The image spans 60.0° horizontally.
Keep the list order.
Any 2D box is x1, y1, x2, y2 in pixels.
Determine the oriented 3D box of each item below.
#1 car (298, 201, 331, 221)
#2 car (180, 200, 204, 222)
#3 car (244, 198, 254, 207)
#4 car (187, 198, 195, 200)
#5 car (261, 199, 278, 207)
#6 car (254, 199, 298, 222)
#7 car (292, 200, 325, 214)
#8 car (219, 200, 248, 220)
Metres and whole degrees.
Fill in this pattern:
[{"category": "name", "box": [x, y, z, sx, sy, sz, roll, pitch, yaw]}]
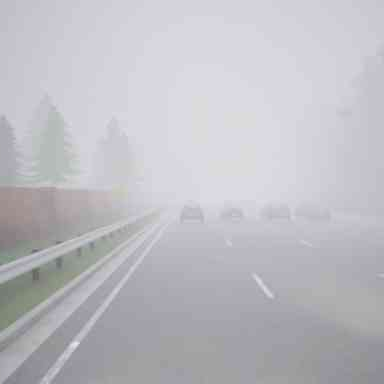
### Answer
[{"category": "car", "box": [10.507, 1.737, 29.252, 1.994, 1.385, 4.181, 0, 0, 0]}, {"category": "car", "box": [0.013, 1.660, 27.568, 2.128, 1.511, 4.902, 0, 0, 0]}, {"category": "car", "box": [10.295, 1.856, 60.706, 2.128, 1.511, 4.902, 0, 0, 0]}, {"category": "car", "box": [-0.226, 1.912, 66.672, 2.128, 1.511, 4.902, 0, 0, 0]}, {"category": "car", "box": [13.799, 1.956, 59.627, 1.895, 1.301, 4.718, 0, 0, 0]}, {"category": "car", "box": [7.010, 1.662, 28.398, 2.128, 1.511, 4.902, 0, 0, 0]}, {"category": "car", "box": [13.957, 1.785, 40.243, 2.033, 1.411, 5.357, 0, 0, 0]}, {"category": "car", "box": [3.506, 1.704, 29.672, 1.812, 1.442, 4.674, 0, 0, 0]}]
